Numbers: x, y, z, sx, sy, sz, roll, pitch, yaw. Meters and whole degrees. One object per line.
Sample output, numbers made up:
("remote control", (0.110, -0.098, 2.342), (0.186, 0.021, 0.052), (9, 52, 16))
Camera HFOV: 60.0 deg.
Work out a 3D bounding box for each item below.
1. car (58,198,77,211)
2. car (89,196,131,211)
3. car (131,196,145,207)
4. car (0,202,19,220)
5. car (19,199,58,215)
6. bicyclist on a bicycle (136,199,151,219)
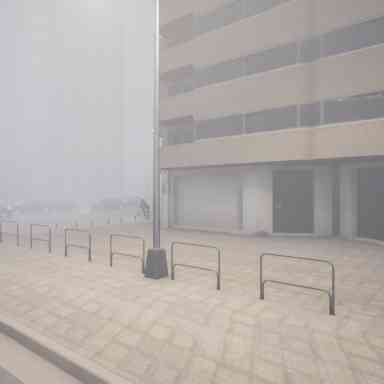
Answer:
("car", (-16.244, 1.533, 39.772), (1.882, 1.535, 5.008), (0, 0, 38))
("car", (-10.455, 1.560, 41.493), (1.837, 1.490, 4.892), (0, 0, 38))
("car", (-9.054, 1.408, 48.934), (2.097, 1.767, 4.553), (0, 0, 38))
("car", (-17.125, 1.407, 27.058), (2.097, 1.767, 4.553), (0, 0, 39))
("car", (-16.598, 1.560, 33.621), (1.837, 1.490, 4.892), (0, 0, 38))
("bicyclist on a bicycle", (-3.846, 1.357, 26.430), (1.656, 1.620, 0.582), (0, 0, 38))
